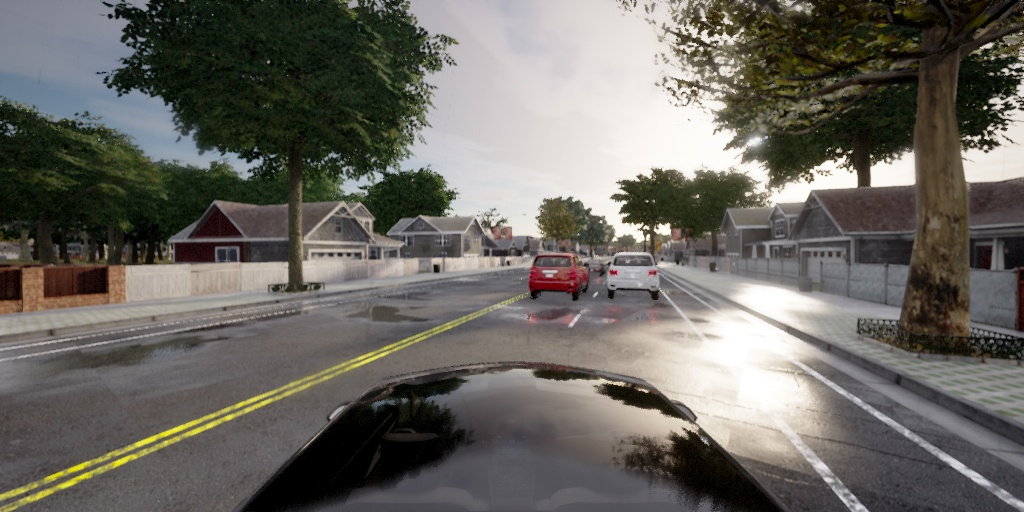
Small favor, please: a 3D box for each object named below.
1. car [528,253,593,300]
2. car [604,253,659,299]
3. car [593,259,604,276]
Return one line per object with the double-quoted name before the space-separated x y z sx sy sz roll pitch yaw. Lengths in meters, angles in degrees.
"car" 2.388 0.884 17.293 2.150 2.045 5.566 0 0 18
"car" 5.902 0.879 17.596 2.150 2.045 5.566 0 0 18
"car" 7.959 1.058 34.496 2.128 1.511 4.902 0 0 18
